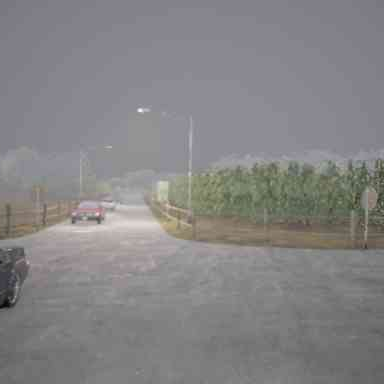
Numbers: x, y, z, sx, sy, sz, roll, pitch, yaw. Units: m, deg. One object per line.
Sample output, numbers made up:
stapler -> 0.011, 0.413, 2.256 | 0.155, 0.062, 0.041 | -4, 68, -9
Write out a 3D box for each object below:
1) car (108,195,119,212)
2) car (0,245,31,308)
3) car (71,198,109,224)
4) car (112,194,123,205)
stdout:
car -> -8.963, 1.319, 34.615 | 1.895, 1.301, 4.718 | 1, 0, -9
car -> -4.020, 1.477, 4.839 | 2.033, 1.411, 5.357 | 0, 1, -9
car -> -7.006, 1.328, 22.889 | 1.812, 1.442, 4.674 | 1, 0, -9
car -> -11.513, 1.091, 50.188 | 1.837, 1.490, 4.892 | 1, 0, -9
